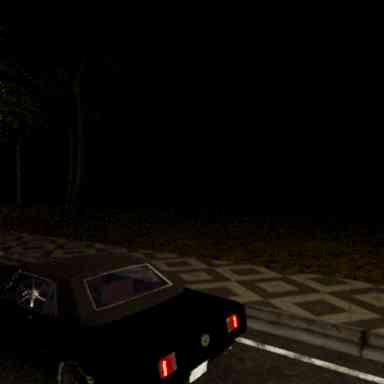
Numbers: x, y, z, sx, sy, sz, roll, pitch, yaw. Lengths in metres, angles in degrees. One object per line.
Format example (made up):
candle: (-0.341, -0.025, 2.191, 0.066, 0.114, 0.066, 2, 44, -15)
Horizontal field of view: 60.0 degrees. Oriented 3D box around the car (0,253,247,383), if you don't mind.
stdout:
car: (-1.736, 1.584, 4.798, 4.718, 1.301, 1.895, 0, 0, 35)
